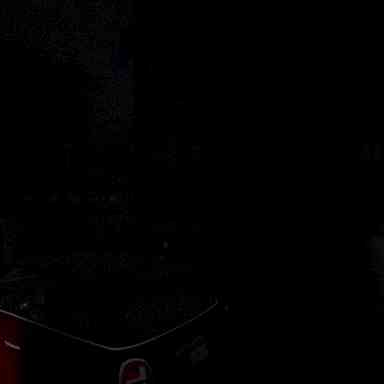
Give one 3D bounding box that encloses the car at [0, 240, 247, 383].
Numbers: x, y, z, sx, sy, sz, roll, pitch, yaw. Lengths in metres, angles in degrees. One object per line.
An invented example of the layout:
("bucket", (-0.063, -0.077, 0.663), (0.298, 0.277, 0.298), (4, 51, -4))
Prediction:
("car", (-1.519, 1.440, 4.027), (4.097, 1.590, 1.967), (0, 0, 35))
